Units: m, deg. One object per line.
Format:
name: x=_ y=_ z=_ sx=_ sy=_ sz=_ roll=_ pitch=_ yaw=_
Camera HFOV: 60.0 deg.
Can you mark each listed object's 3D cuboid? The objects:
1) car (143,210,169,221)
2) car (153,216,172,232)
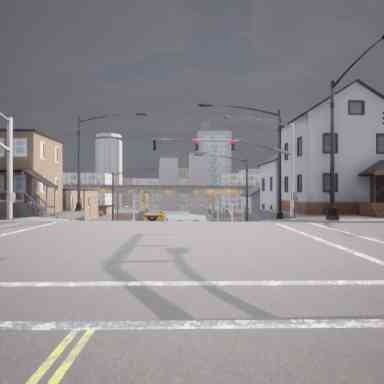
car: x=-3.669 y=2.534 z=33.423 sx=1.882 sy=1.535 sz=5.008 roll=0 pitch=-9 yaw=1
car: x=-3.775 y=4.233 z=43.646 sx=2.128 sy=1.511 sz=4.902 roll=0 pitch=-13 yaw=-1
